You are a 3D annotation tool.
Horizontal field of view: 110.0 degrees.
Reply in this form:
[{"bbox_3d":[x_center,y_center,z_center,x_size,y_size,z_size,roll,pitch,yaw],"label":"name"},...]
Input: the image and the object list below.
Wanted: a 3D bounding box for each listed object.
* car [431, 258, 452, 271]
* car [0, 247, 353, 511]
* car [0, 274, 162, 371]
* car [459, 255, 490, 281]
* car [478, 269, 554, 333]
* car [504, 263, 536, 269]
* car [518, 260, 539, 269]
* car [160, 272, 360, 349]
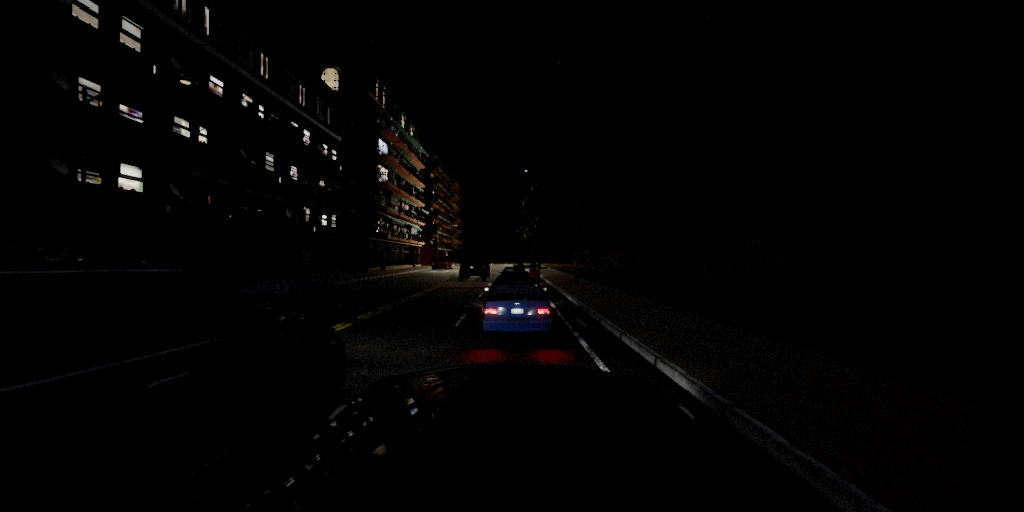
[{"bbox_3d":[-9.754,1.104,49.794,2.097,1.767,4.553,0,0,0],"label":"car"},{"bbox_3d":[-3.151,0.969,2.114,2.150,2.045,5.566,0,0,0],"label":"car"},{"bbox_3d":[-9.842,1.228,6.610,1.882,1.535,5.008,0,0,0],"label":"car"},{"bbox_3d":[-3.097,0.975,30.354,2.150,2.045,5.566,0,0,0],"label":"car"},{"bbox_3d":[0.118,1.299,10.630,2.033,1.411,5.357,0,0,0],"label":"car"},{"bbox_3d":[0.130,1.317,20.964,1.994,1.385,4.181,0,0,1],"label":"car"},{"bbox_3d":[1.191,1.104,29.898,2.097,1.767,4.553,0,0,0],"label":"car"},{"bbox_3d":[-6.587,1.299,10.431,2.033,1.411,5.357,0,0,0],"label":"car"}]
